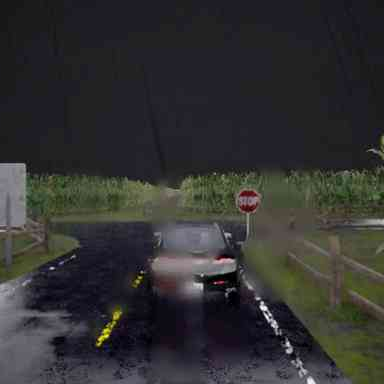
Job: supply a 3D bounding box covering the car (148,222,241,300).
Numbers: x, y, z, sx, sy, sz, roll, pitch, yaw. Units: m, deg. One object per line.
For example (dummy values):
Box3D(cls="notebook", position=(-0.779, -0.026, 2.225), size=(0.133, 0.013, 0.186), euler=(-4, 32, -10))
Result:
Box3D(cls="car", position=(0.031, 1.487, 8.374), size=(2.128, 1.511, 4.902), euler=(0, 0, 0))
